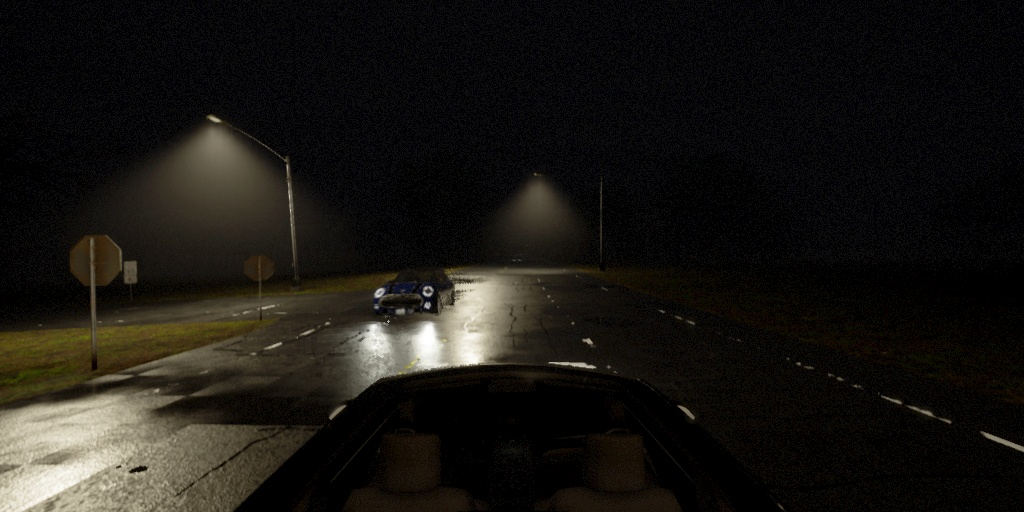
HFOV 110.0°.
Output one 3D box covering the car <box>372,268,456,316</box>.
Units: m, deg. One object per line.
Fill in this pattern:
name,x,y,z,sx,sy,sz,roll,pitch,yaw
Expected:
car,-3.473,1.239,13.461,2.097,1.767,4.553,-2,-3,1
